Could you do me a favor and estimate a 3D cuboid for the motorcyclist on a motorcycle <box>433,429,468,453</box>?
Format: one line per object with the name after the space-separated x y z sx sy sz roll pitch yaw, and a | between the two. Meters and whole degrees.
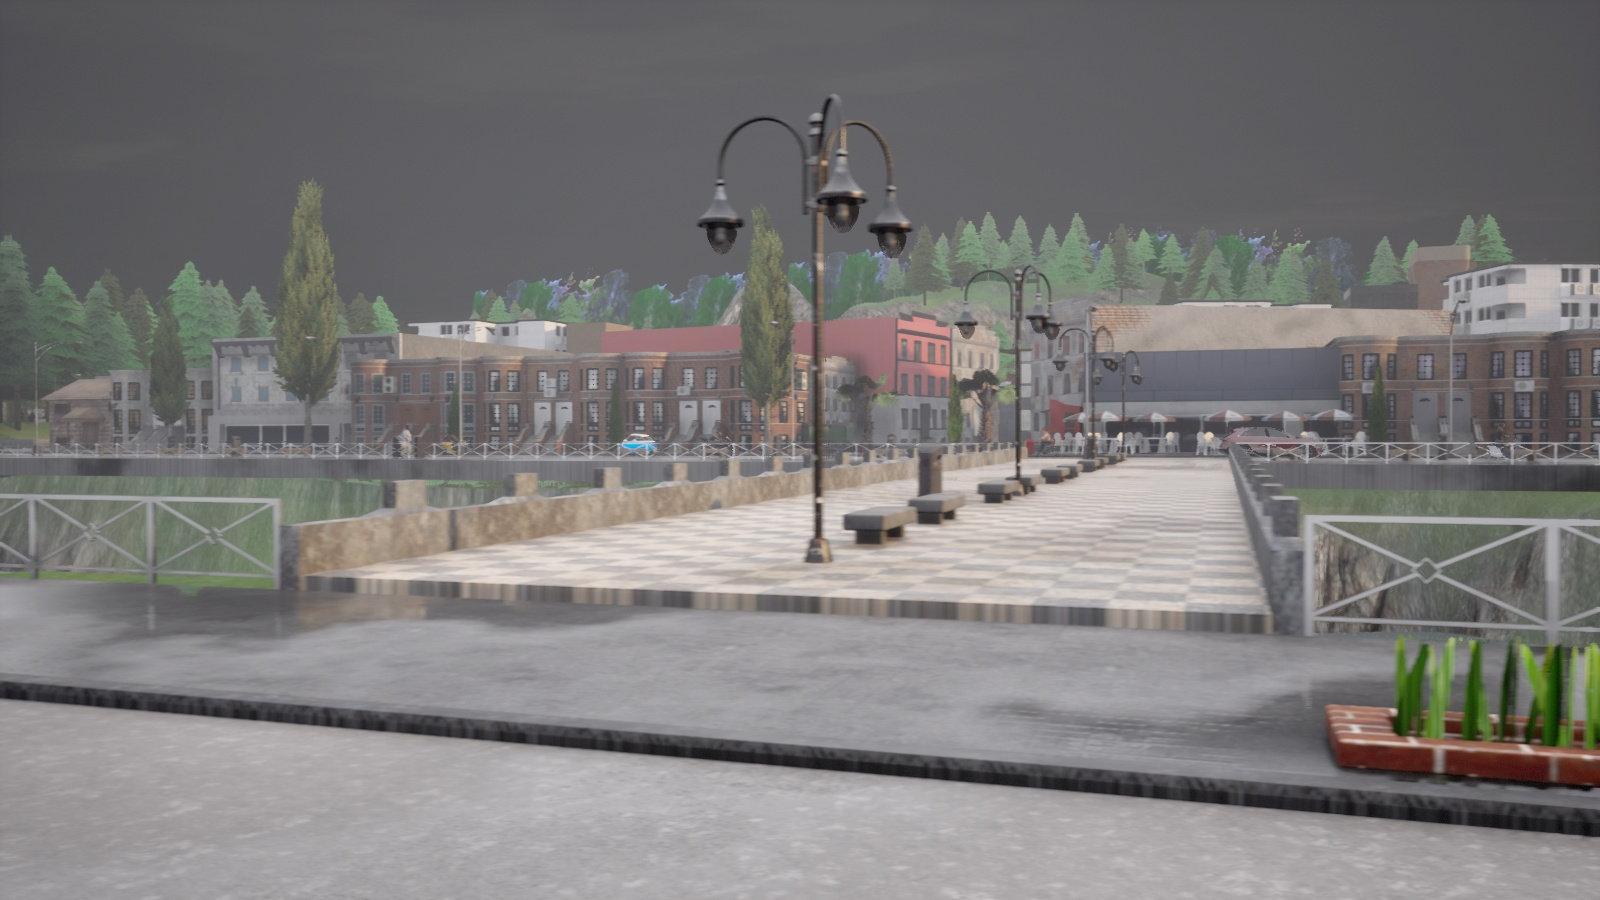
-22.425 -0.566 80.543 2.044 1.523 0.797 1 1 19 | motorcyclist on a motorcycle

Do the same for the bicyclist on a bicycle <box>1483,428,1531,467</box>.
32.555 -0.107 57.844 1.843 1.776 0.659 0 1 19 | bicyclist on a bicycle

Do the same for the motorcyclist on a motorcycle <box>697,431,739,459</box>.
-4.582 -0.282 70.328 2.191 1.530 0.866 1 1 19 | motorcyclist on a motorcycle

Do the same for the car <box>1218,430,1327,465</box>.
22.920 -0.135 61.083 4.856 1.649 2.033 1 1 19 | car

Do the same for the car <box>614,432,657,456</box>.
-10.002 -0.379 76.369 2.207 1.376 1.481 1 1 19 | car

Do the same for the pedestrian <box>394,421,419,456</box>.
-21.071 -0.620 67.240 0.900 1.855 0.874 0 1 17 | pedestrian
